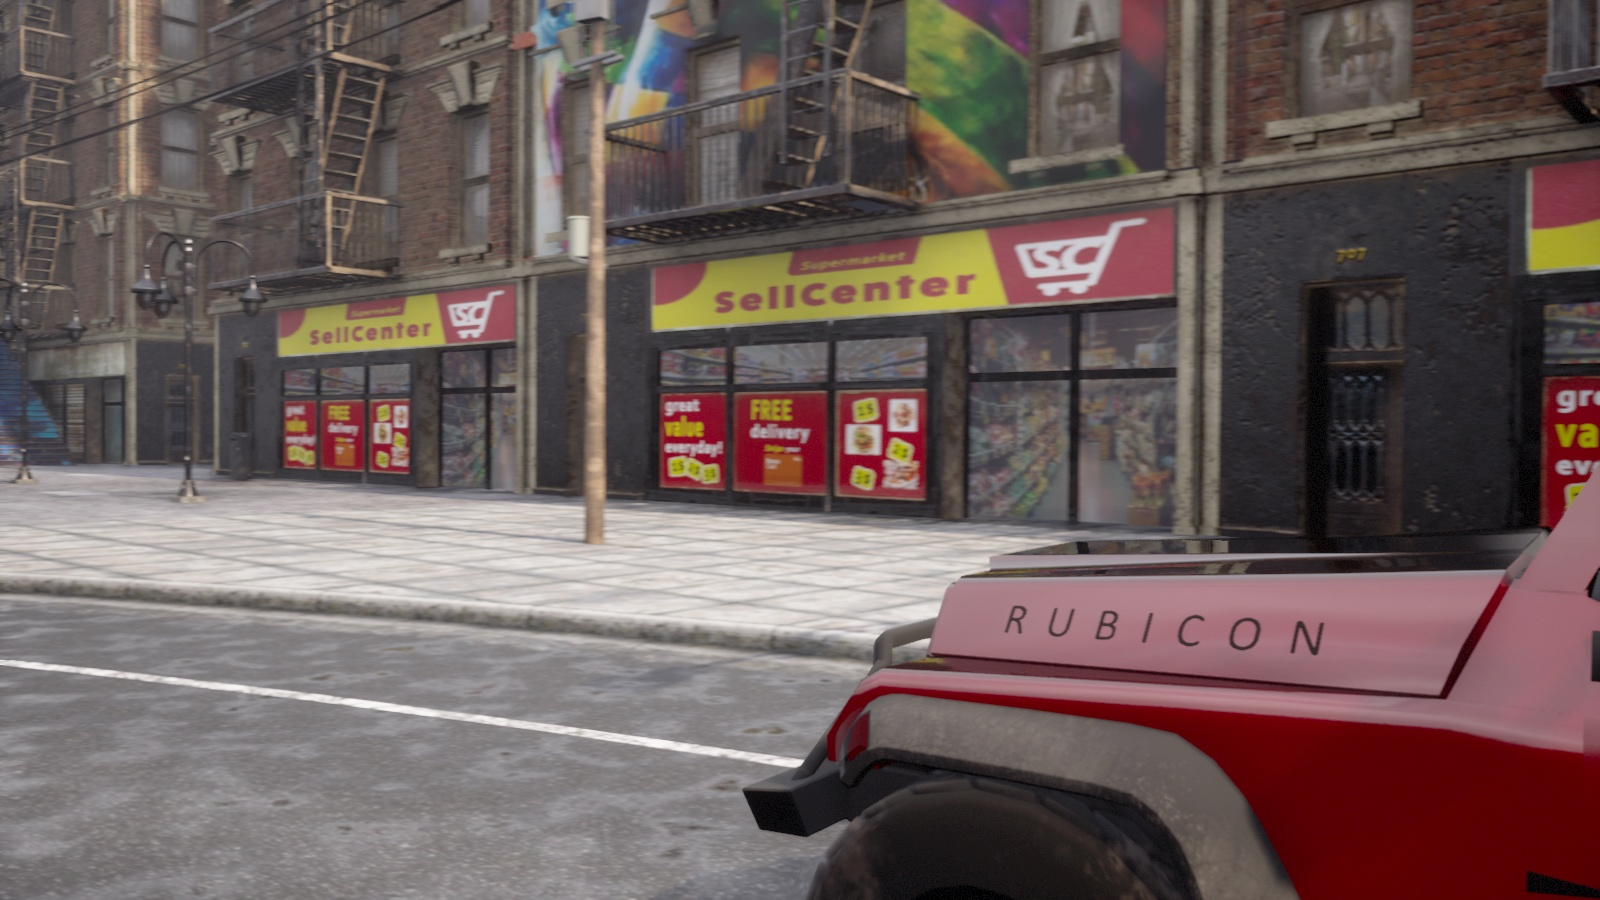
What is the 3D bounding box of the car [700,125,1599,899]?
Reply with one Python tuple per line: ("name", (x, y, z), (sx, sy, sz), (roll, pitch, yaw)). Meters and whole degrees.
("car", (1.939, 0.473, 2.344), (3.866, 1.878, 1.905), (0, 1, 34))
